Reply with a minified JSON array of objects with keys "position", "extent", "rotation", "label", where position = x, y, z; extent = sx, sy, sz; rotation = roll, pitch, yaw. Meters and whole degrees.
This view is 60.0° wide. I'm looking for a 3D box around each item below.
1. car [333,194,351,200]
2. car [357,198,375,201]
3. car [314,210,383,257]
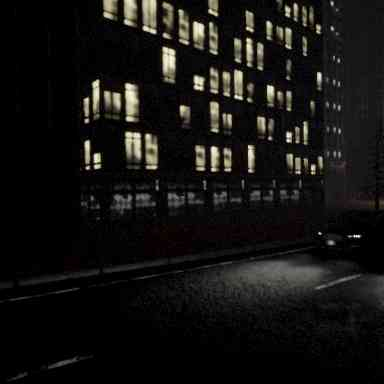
[{"position":[32.146,1.127,72.039],"extent":[1.947,1.339,4.313],"rotation":[-1,1,-41],"label":"car"},{"position":[35.811,1.190,67.695],"extent":[1.802,1.307,4.206],"rotation":[-1,1,-41],"label":"car"},{"position":[6.636,1.453,12.809],"extent":[4.902,1.511,2.128],"rotation":[0,0,-38],"label":"car"}]
